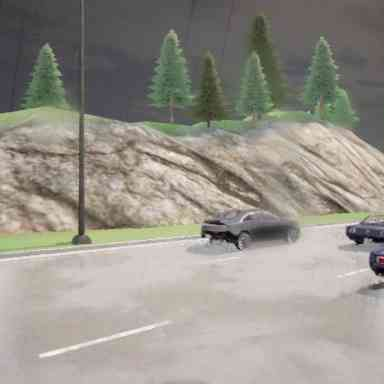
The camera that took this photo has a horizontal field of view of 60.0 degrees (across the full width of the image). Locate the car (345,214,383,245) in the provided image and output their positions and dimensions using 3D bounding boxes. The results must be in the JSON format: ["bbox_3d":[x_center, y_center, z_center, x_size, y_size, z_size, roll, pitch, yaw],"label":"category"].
[{"bbox_3d":[8.691,1.601,14.267,4.718,1.301,1.895,0,0,-36],"label":"car"}]

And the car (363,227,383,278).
[{"bbox_3d":[6.545,1.600,8.428,4.718,1.301,1.895,0,0,-36],"label":"car"}]

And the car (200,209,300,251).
[{"bbox_3d":[2.590,1.492,14.205,4.902,1.511,2.128,0,0,-36],"label":"car"}]
